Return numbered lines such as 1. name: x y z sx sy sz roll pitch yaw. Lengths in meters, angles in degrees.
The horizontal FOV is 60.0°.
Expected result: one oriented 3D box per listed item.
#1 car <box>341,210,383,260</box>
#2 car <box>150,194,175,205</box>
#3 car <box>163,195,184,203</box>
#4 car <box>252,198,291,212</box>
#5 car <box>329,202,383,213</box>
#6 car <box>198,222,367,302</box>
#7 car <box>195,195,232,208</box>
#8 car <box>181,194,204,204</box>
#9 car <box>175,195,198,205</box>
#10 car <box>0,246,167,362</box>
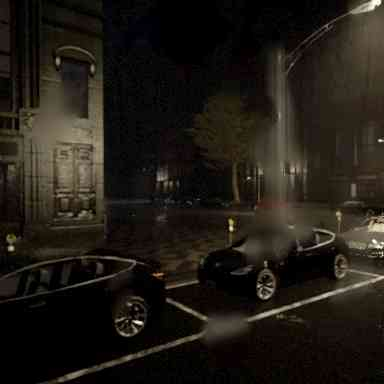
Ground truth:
1. car: 6.755 1.511 11.479 4.403 1.369 2.008 0 0 -36
2. car: -5.145 1.577 59.299 1.812 1.442 4.674 -1 0 -35
3. car: -3.872 1.500 68.684 1.882 1.535 5.008 -1 0 -36
4. car: 9.301 1.456 39.006 1.882 1.535 5.008 -1 0 -36
5. car: 15.293 1.551 30.657 1.895 1.301 4.718 -1 0 -36
6. car: 2.168 1.545 8.203 4.313 1.339 1.947 0 0 -36
7. car: 3.257 1.556 47.437 2.033 1.411 5.357 -1 0 -36
8. car: 0.128 1.349 63.187 2.097 1.767 4.553 -1 0 -35
9. car: -0.349 1.504 58.286 2.128 1.511 4.902 -1 0 -35
10. car: -2.418 1.563 4.927 4.313 1.339 1.947 0 0 -36
